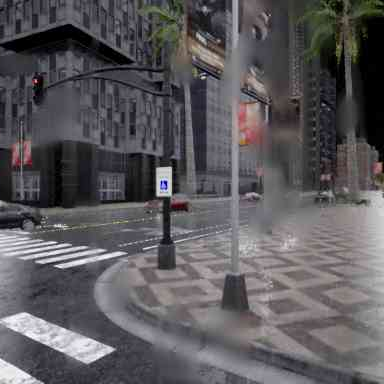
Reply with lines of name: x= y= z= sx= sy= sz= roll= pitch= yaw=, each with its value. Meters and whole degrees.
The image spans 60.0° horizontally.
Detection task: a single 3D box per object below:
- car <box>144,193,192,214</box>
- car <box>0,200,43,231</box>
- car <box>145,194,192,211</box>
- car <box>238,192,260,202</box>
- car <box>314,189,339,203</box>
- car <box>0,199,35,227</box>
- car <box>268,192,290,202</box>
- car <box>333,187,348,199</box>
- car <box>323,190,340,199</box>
car: x=-1.976 y=0.931 z=28.154 sx=2.097 sy=1.767 sz=4.553 roll=0 pitch=1 yaw=35
car: x=-10.083 y=1.332 z=16.715 sx=1.837 sy=1.490 sz=4.892 roll=0 pitch=1 yaw=35
car: x=-2.247 y=0.994 z=33.394 sx=2.128 sy=1.511 sz=4.902 roll=0 pitch=1 yaw=35
car: x=8.345 y=0.721 z=48.243 sx=1.812 sy=1.442 sz=4.674 roll=0 pitch=1 yaw=36
car: x=17.810 y=0.677 z=44.492 sx=1.837 sy=1.490 sz=4.892 roll=0 pitch=1 yaw=35
car: x=-12.276 y=1.277 z=19.771 sx=1.882 sy=1.535 sz=5.008 roll=0 pitch=1 yaw=39
car: x=12.579 y=0.705 z=48.554 sx=2.033 sy=1.411 sz=5.357 roll=0 pitch=1 yaw=36
car: x=23.672 y=0.232 z=52.772 sx=2.150 sy=2.045 sz=5.566 roll=0 pitch=1 yaw=36
car: x=25.759 y=0.353 z=61.331 sx=1.882 sy=1.535 sz=5.008 roll=0 pitch=1 yaw=36
